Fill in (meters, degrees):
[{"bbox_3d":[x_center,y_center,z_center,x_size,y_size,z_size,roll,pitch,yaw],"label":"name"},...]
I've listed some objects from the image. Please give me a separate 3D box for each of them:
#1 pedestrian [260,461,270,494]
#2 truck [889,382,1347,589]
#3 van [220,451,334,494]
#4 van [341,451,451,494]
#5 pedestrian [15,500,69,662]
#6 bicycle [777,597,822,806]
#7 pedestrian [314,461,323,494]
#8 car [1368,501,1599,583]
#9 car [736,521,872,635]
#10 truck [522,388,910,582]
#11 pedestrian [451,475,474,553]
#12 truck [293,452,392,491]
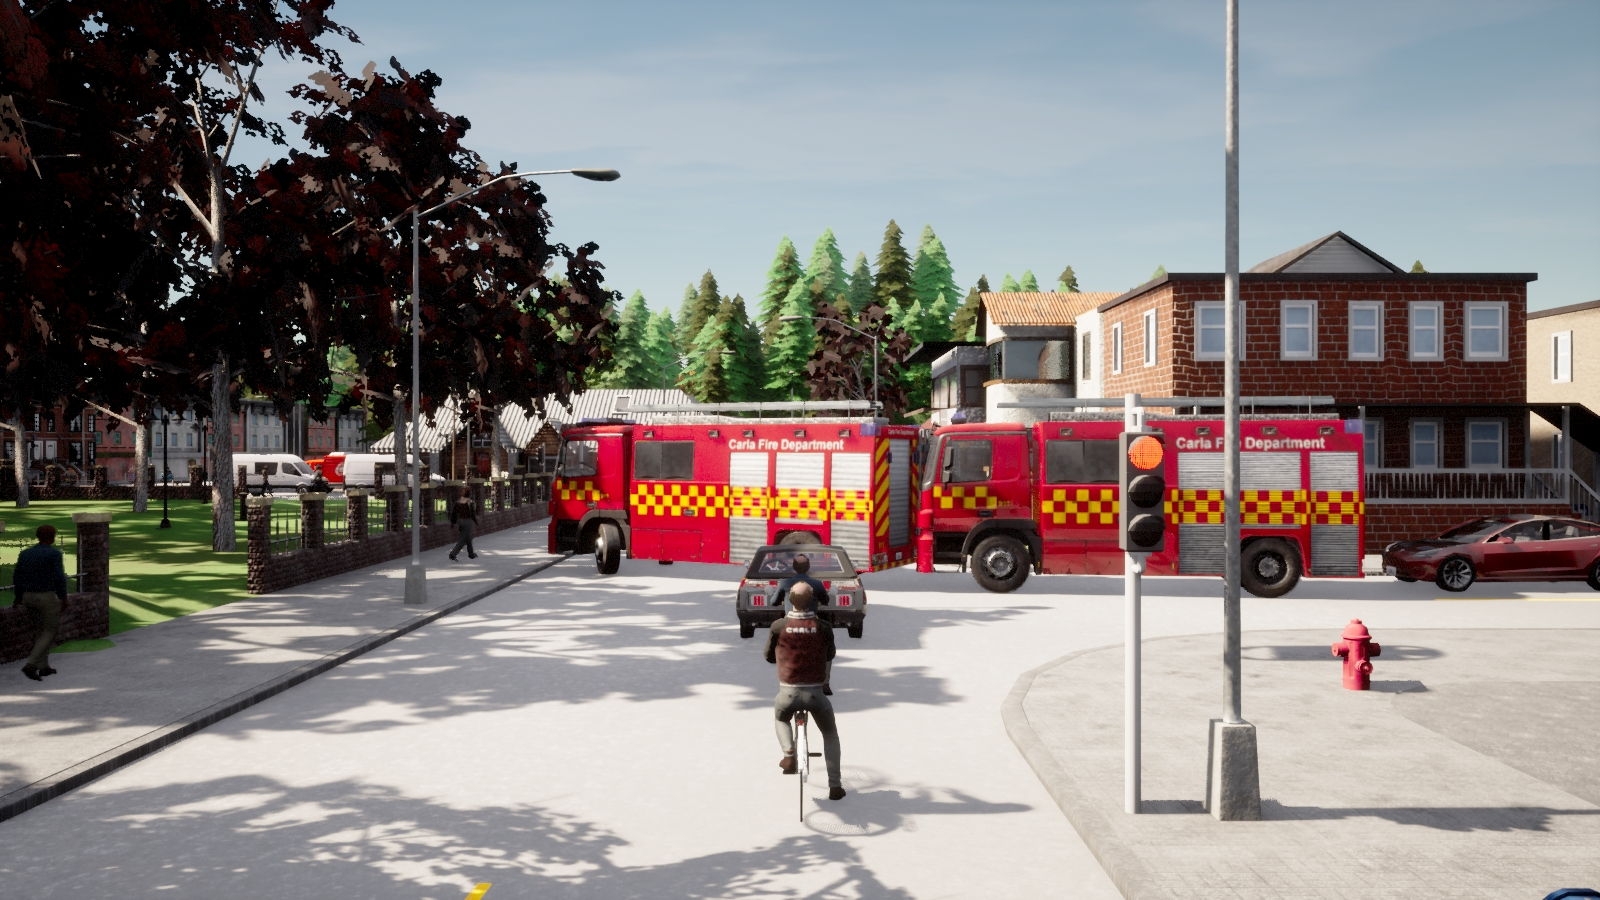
[{"bbox_3d":[-29.696,1.523,63.432,0.375,1.860,0.375,0,0,-3],"label":"pedestrian"},{"bbox_3d":[6.150,0.669,23.228,8.468,3.827,2.891,0,0,9],"label":"truck"},{"bbox_3d":[-31.465,1.314,68.839,5.915,2.561,1.988,0,0,1],"label":"van"},{"bbox_3d":[-24.299,1.314,68.785,5.915,2.561,1.988,0,0,1],"label":"van"},{"bbox_3d":[-8.893,1.525,13.407,0.375,1.860,0.375,0,0,4],"label":"pedestrian"},{"bbox_3d":[-0.005,1.940,9.200,0.329,1.271,1.835,0,0,0],"label":"bicycle"},{"bbox_3d":[-26.727,1.525,63.419,0.375,1.860,0.375,0,0,3],"label":"pedestrian"},{"bbox_3d":[14.557,1.843,23.389,4.792,1.488,2.163,0,0,0],"label":"car"},{"bbox_3d":[0.052,1.935,18.331,1.895,1.301,4.718,0,0,0],"label":"car"},{"bbox_3d":[-2.011,0.672,25.772,8.468,3.827,2.891,0,0,28],"label":"truck"},{"bbox_3d":[-8.094,1.525,27.429,0.375,1.860,0.375,0,0,27],"label":"pedestrian"},{"bbox_3d":[-29.092,1.345,72.766,5.204,2.467,2.627,0,0,0],"label":"truck"}]
